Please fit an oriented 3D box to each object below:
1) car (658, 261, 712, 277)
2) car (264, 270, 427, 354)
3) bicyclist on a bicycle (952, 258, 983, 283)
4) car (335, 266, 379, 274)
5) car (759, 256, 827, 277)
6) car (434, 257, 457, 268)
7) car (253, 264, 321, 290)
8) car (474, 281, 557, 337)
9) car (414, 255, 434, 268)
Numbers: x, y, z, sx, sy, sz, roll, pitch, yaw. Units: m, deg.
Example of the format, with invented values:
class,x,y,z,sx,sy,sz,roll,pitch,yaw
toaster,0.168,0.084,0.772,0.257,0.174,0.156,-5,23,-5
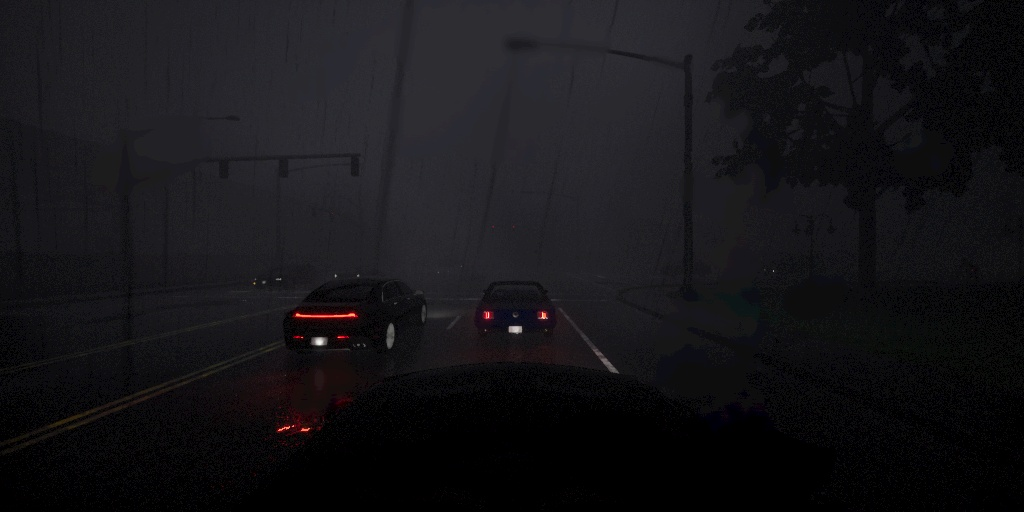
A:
class,x,y,z,sx,sy,sz,roll,pitch,yaw
car,16.628,1.242,34.571,4.902,1.511,2.128,0,0,-1
car,-3.405,1.255,8.741,1.837,1.490,4.892,0,0,0
bicyclist on a bicycle,31.008,0.974,24.442,0.582,1.620,1.656,0,0,-1
car,-10.557,1.351,25.086,1.895,1.301,4.718,0,0,0
car,27.267,0.971,34.825,5.566,2.045,2.150,0,0,-1
car,-10.486,1.219,56.930,1.895,1.301,4.718,0,1,0
car,-14.061,1.255,22.750,1.837,1.490,4.892,0,0,0
car,0.098,1.351,10.229,1.895,1.301,4.718,0,0,0
car,-13.983,0.840,57.177,2.150,2.045,5.566,0,1,0
